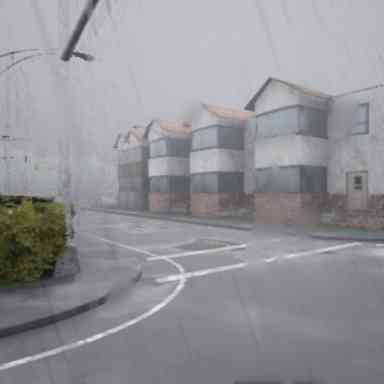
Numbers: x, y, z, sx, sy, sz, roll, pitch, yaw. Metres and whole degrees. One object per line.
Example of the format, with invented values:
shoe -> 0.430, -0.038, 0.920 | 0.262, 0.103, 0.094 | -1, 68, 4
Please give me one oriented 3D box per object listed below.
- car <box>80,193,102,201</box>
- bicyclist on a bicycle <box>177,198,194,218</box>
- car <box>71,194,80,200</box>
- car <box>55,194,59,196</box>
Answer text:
car -> -22.046, 1.200, 73.557 | 3.806, 1.475, 1.970 | 0, 0, -36
bicyclist on a bicycle -> -0.511, 1.259, 26.121 | 1.656, 1.620, 0.582 | 0, 0, -36
car -> -26.095, 1.127, 78.547 | 5.027, 1.636, 2.152 | 0, 0, -36
car -> -33.646, 1.060, 88.875 | 3.866, 1.878, 1.905 | 0, 0, -36
